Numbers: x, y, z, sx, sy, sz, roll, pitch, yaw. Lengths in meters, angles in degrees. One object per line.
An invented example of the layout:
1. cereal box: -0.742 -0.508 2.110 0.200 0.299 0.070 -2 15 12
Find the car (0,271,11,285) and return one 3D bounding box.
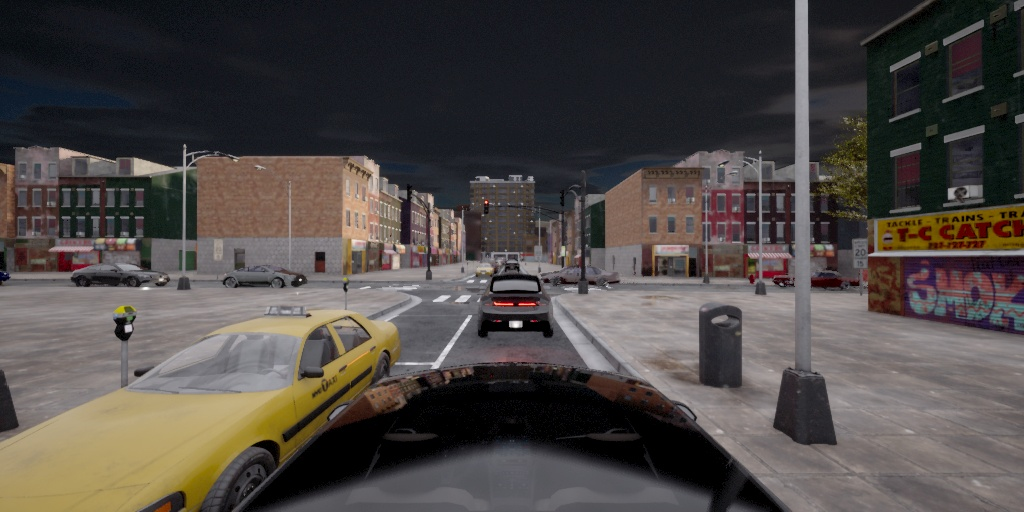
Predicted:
1. car: -32.919 1.144 21.071 4.718 1.301 1.895 0 0 0

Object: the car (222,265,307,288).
1. car: -14.501 1.220 21.183 4.181 1.385 1.994 0 0 0

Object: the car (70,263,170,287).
1. car: -23.022 1.120 21.133 4.674 1.442 1.812 0 0 0

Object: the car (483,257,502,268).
1. car: -2.685 1.100 41.507 2.192 1.841 5.009 0 0 0

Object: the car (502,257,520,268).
1. car: 0.029 1.277 48.782 1.882 1.535 5.008 0 0 0

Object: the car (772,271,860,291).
1. car: 20.512 1.638 24.354 4.718 1.301 1.895 1 0 0

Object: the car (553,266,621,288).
1. car: 4.497 1.369 24.250 5.357 1.411 2.033 1 0 0

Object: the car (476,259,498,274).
1. car: -2.678 1.302 35.894 1.751 1.417 4.829 0 0 0

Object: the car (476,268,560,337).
1. car: 0.086 1.257 10.320 1.837 1.490 4.892 0 0 0

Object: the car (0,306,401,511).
1. car: -2.640 1.275 3.937 1.751 1.417 4.829 0 0 0
